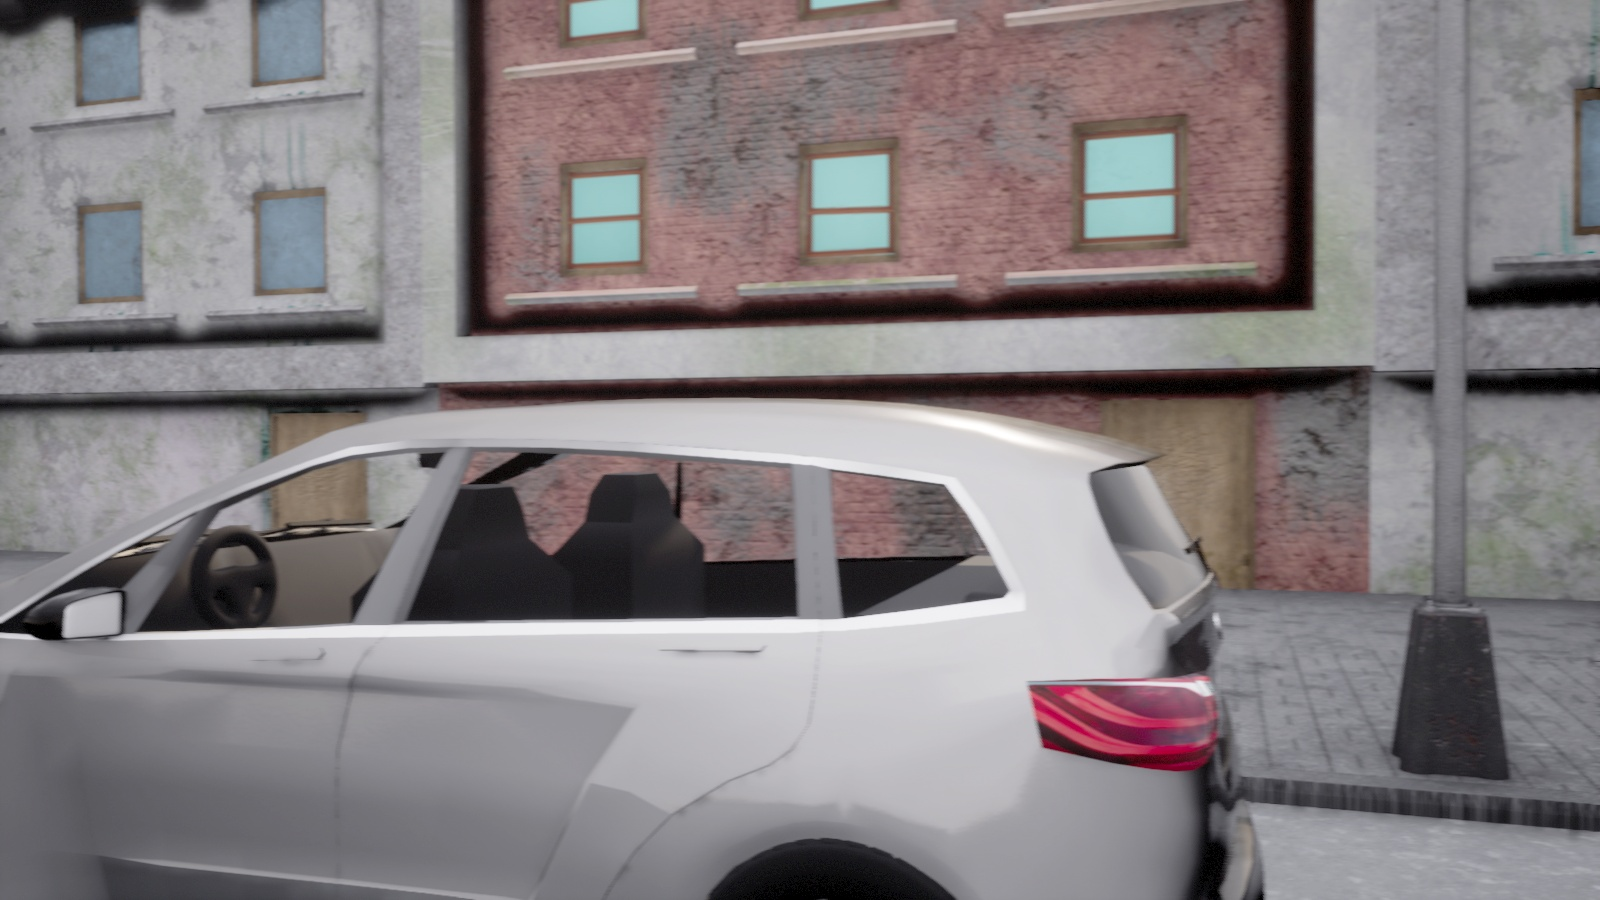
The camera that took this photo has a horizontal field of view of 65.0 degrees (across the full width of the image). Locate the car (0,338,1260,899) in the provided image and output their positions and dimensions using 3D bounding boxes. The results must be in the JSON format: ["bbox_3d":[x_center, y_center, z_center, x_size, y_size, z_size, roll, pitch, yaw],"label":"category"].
[{"bbox_3d":[-1.009,0.601,4.058,4.611,1.667,2.242,0,1,18],"label":"car"}]
